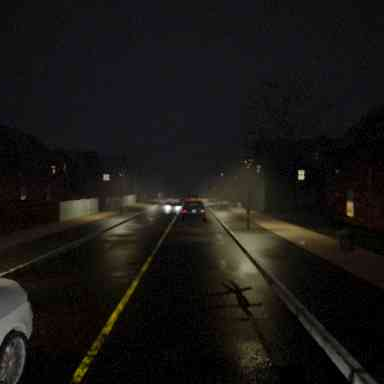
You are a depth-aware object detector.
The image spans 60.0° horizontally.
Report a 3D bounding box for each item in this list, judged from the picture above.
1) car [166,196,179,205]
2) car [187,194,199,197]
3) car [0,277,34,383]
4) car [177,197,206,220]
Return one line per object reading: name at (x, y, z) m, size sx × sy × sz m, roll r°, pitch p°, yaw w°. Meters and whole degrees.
car at (-2.747, 1.271, 49.658) m, size 1.895 × 1.301 × 4.718 m, roll 0°, pitch 0°, yaw 1°
car at (0.134, 1.077, 41.195) m, size 2.097 × 1.767 × 4.553 m, roll 0°, pitch 0°, yaw 0°
car at (-2.859, 1.509, 2.371) m, size 1.812 × 1.442 × 4.674 m, roll 0°, pitch 0°, yaw 0°
car at (0.123, 1.375, 25.702) m, size 2.033 × 1.411 × 5.357 m, roll 0°, pitch 0°, yaw 0°
